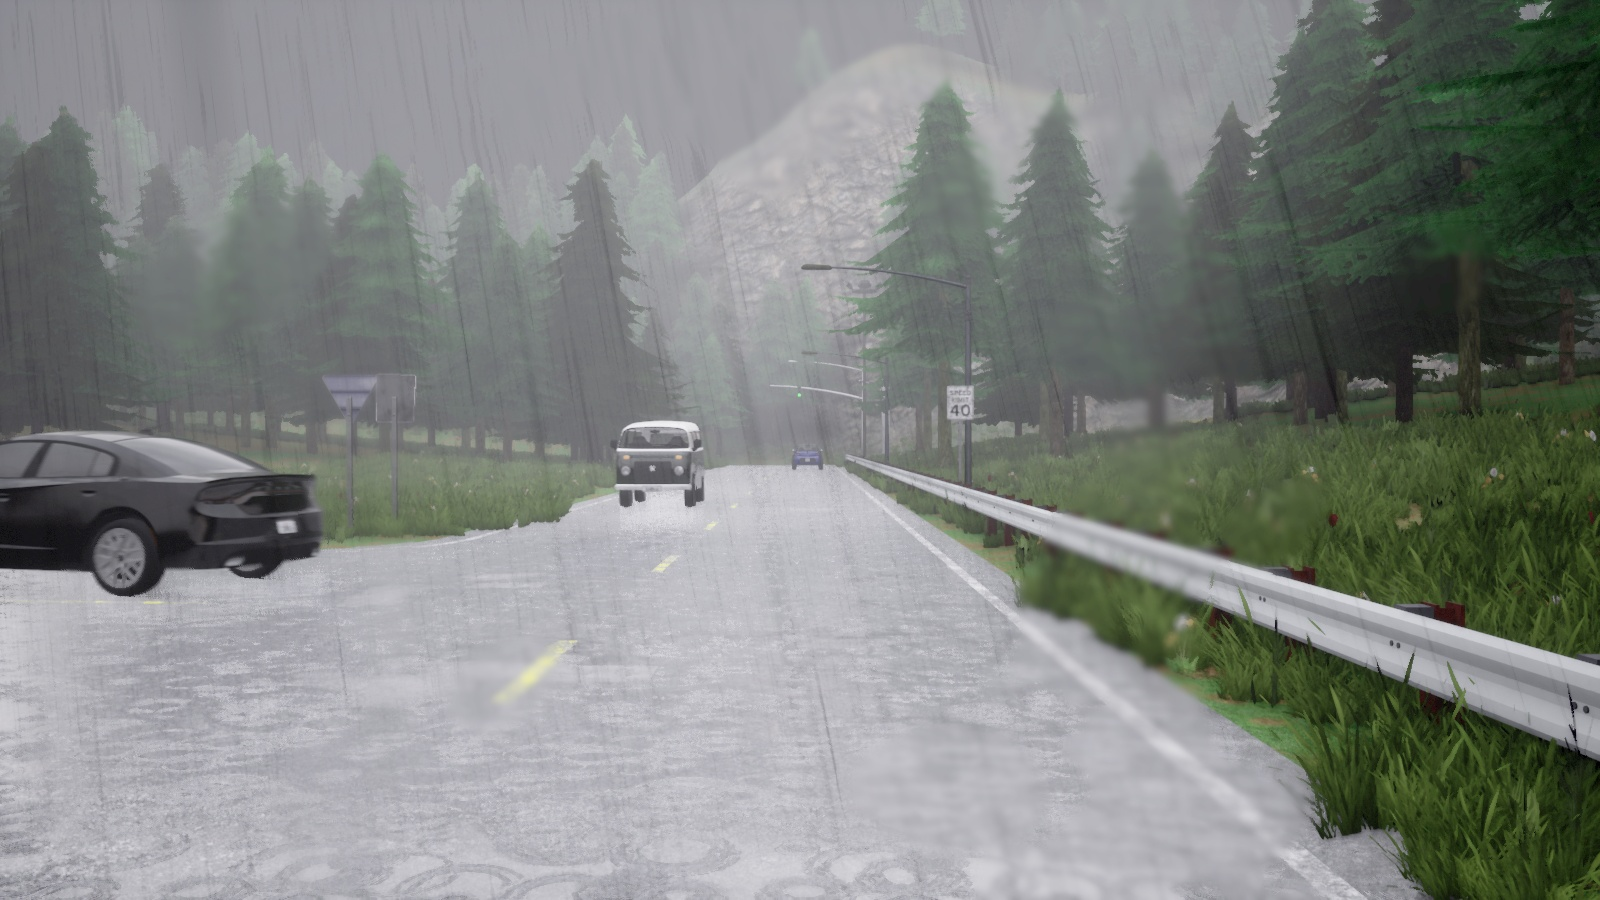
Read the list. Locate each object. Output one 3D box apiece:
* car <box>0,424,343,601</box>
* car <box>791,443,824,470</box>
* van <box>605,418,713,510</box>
[{"bbox_3d":[-7.361,0.531,12.632,5.008,1.535,1.882,1,0,15],"label":"car"},{"bbox_3d":[0.431,0.354,71.992,1.816,1.474,4.193,0,0,0],"label":"car"},{"bbox_3d":[-3.309,0.295,30.291,2.069,2.038,4.480,0,0,0],"label":"van"}]
